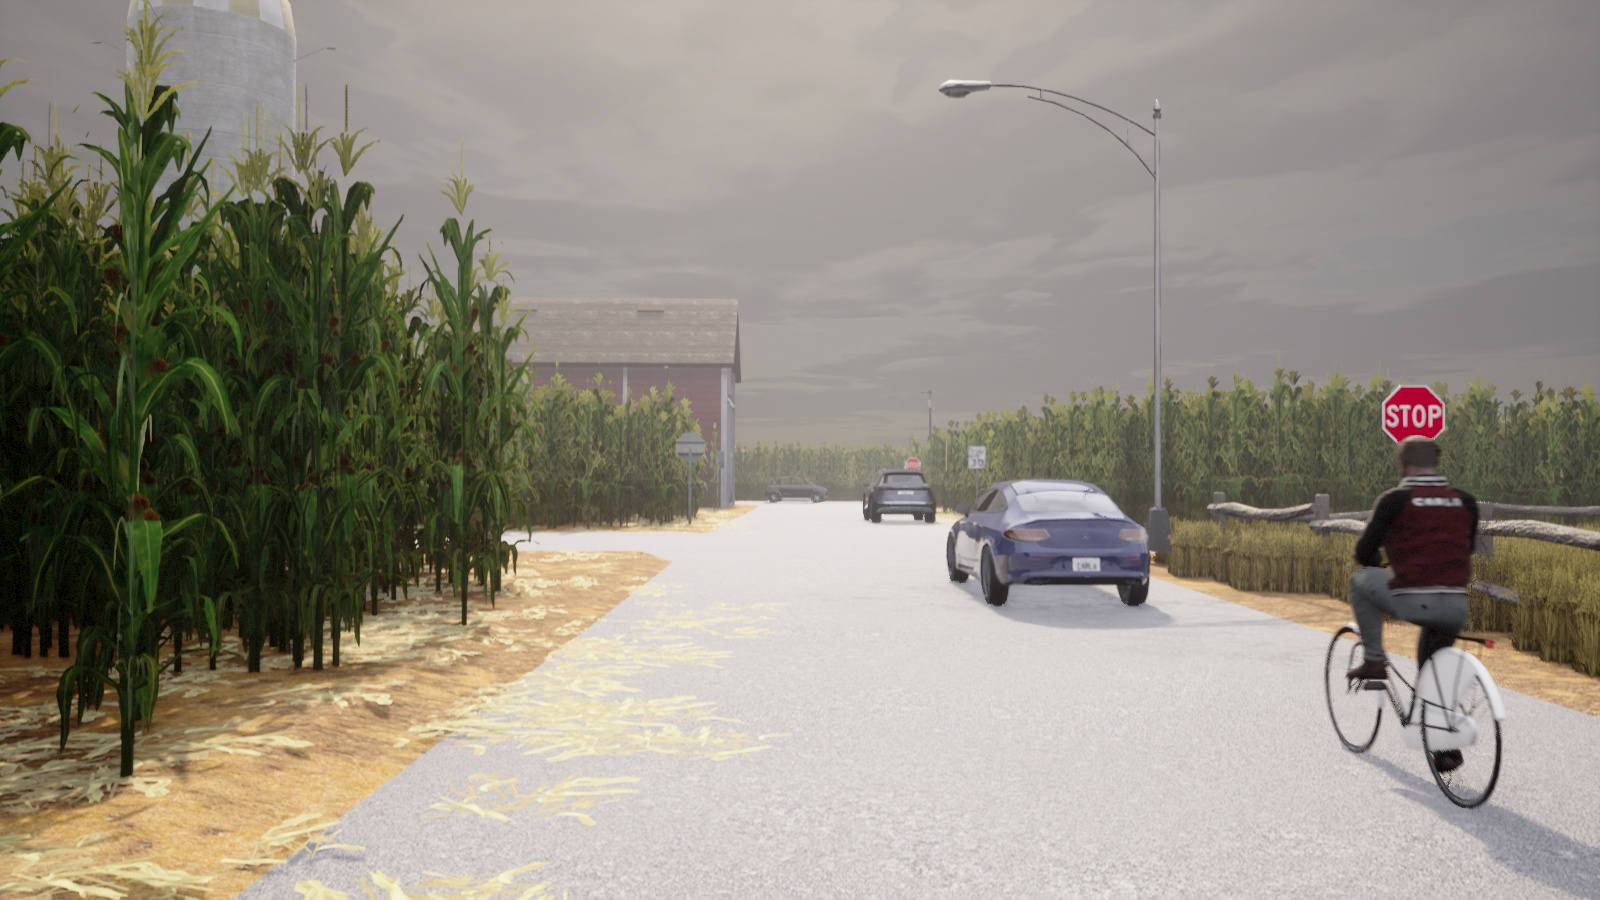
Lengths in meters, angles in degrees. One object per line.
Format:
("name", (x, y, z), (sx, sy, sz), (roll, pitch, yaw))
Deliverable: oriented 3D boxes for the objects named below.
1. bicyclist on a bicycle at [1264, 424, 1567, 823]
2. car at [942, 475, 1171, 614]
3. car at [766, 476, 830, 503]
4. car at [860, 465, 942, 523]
("bicyclist on a bicycle", (3.091, 0.785, 6.538), (0.659, 1.776, 1.843), (0, -1, 0))
("car", (3.027, 1.062, 15.857), (1.812, 1.442, 4.674), (0, -1, -1))
("car", (-0.098, 2.317, 73.615), (3.705, 1.549, 1.789), (0, -1, 2))
("car", (3.019, 1.336, 38.658), (2.033, 1.649, 4.856), (0, -2, -1))
